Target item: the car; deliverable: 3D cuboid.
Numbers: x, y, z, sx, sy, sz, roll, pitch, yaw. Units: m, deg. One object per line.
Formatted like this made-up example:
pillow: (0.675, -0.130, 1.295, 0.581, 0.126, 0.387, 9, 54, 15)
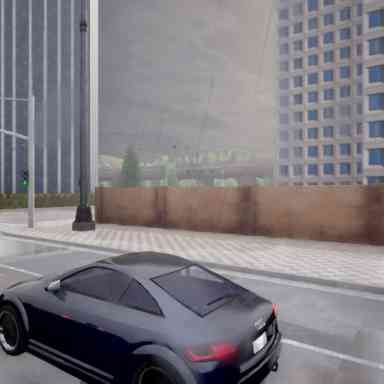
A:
car: (-0.930, 1.564, 4.665, 4.181, 1.385, 1.994, 0, 0, 35)
